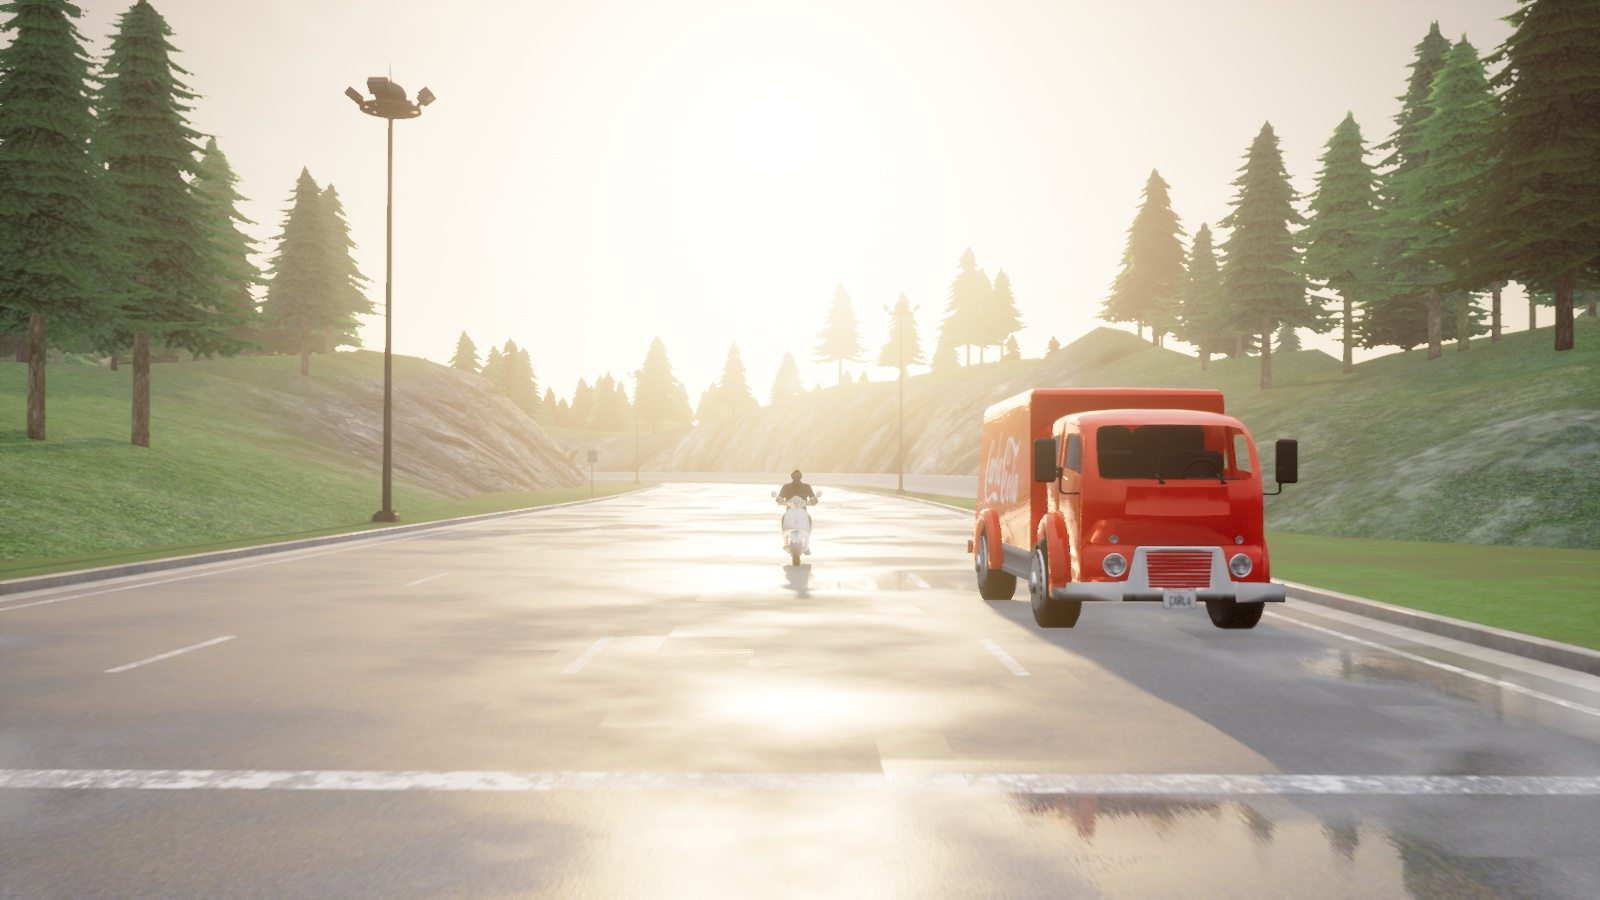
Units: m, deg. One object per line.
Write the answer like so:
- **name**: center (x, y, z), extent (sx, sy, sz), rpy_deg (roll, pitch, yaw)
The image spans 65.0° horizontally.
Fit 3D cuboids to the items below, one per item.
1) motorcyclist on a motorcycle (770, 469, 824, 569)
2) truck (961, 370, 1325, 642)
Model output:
- **motorcyclist on a motorcycle**: center (-0.051, 1.121, 21.079), extent (0.866, 1.590, 1.817), rpy_deg (0, -1, 0)
- **truck**: center (3.464, 0.548, 14.065), extent (2.627, 2.467, 5.204), rpy_deg (0, -1, 0)
